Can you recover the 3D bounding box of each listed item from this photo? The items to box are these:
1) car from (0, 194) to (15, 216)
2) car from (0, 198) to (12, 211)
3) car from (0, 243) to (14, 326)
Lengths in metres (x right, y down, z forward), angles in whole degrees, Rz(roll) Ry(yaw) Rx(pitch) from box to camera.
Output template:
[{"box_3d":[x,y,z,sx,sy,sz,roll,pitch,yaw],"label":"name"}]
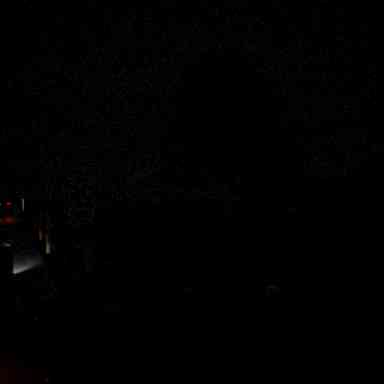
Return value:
[{"box_3d":[-18.780,1.239,32.701,2.150,2.045,5.566,0,0,-28],"label":"car"},{"box_3d":[-23.932,1.576,42.105,2.033,1.411,5.357,0,0,-28],"label":"car"},{"box_3d":[-4.599,1.563,6.476,1.994,1.385,4.181,0,0,-28],"label":"car"}]
